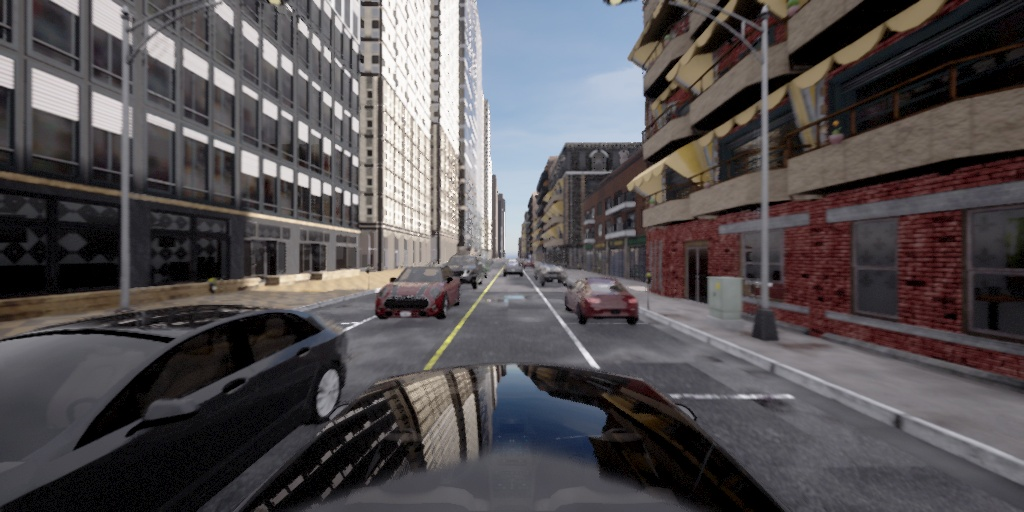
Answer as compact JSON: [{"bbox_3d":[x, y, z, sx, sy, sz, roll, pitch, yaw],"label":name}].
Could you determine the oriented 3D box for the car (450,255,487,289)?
[{"bbox_3d":[-3.084,0.954,23.149,2.150,2.045,5.566,0,0,0],"label":"car"}]

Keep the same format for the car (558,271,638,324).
[{"bbox_3d":[2.743,1.327,11.576,1.802,1.307,4.207,0,0,0],"label":"car"}]

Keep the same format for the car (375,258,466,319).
[{"bbox_3d":[-3.093,1.093,12.683,2.097,1.767,4.553,0,0,0],"label":"car"}]

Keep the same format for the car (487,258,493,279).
[{"bbox_3d":[-2.992,0.888,30.175,2.097,1.767,4.553,0,0,0],"label":"car"}]

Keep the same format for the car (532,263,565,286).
[{"bbox_3d":[2.696,1.284,24.493,2.007,1.370,4.403,0,0,0],"label":"car"}]

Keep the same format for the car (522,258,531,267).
[{"bbox_3d":[2.706,1.296,58.384,1.802,1.307,4.207,0,0,0],"label":"car"}]

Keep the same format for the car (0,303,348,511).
[{"bbox_3d":[-3.095,1.255,2.925,1.837,1.490,4.892,0,0,0],"label":"car"}]

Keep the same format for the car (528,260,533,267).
[{"bbox_3d":[2.698,1.280,30.141,2.007,1.370,4.403,0,0,0],"label":"car"}]

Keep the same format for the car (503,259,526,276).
[{"bbox_3d":[0.106,1.288,35.837,1.994,1.385,4.181,0,0,0],"label":"car"}]
